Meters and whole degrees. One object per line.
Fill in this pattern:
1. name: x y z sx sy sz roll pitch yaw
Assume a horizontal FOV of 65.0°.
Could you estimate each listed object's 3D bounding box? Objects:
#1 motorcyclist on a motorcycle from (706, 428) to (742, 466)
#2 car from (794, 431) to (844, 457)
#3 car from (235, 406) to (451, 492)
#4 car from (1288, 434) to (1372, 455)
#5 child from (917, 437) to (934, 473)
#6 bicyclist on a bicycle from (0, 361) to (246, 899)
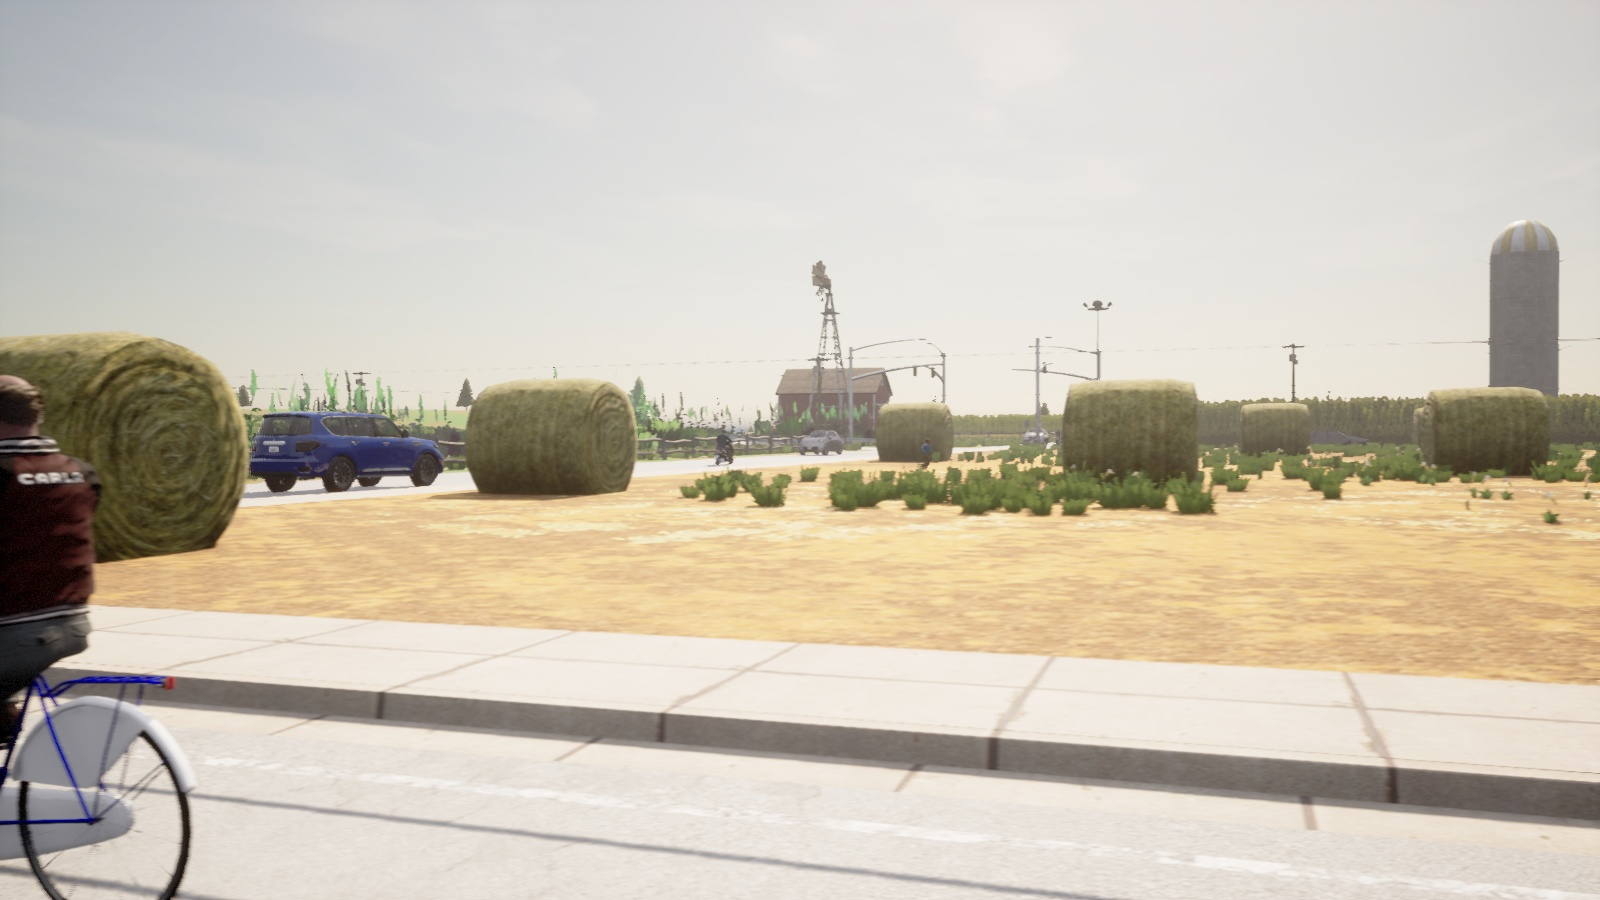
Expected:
1. motorcyclist on a motorcycle: -3.300 -0.140 54.498 0.866 1.590 1.817 1 1 21
2. car: 1.185 -0.400 75.554 1.845 1.501 3.633 1 1 21
3. car: -11.769 -0.060 32.871 2.150 2.045 5.566 1 1 21
4. car: 37.650 -0.416 89.379 5.357 1.411 2.033 1 1 18
5. child: 4.226 0.157 42.399 0.448 1.192 0.343 1 1 35
6. bicyclist on a bicycle: -2.814 0.620 4.138 1.843 1.776 0.659 1 1 19
